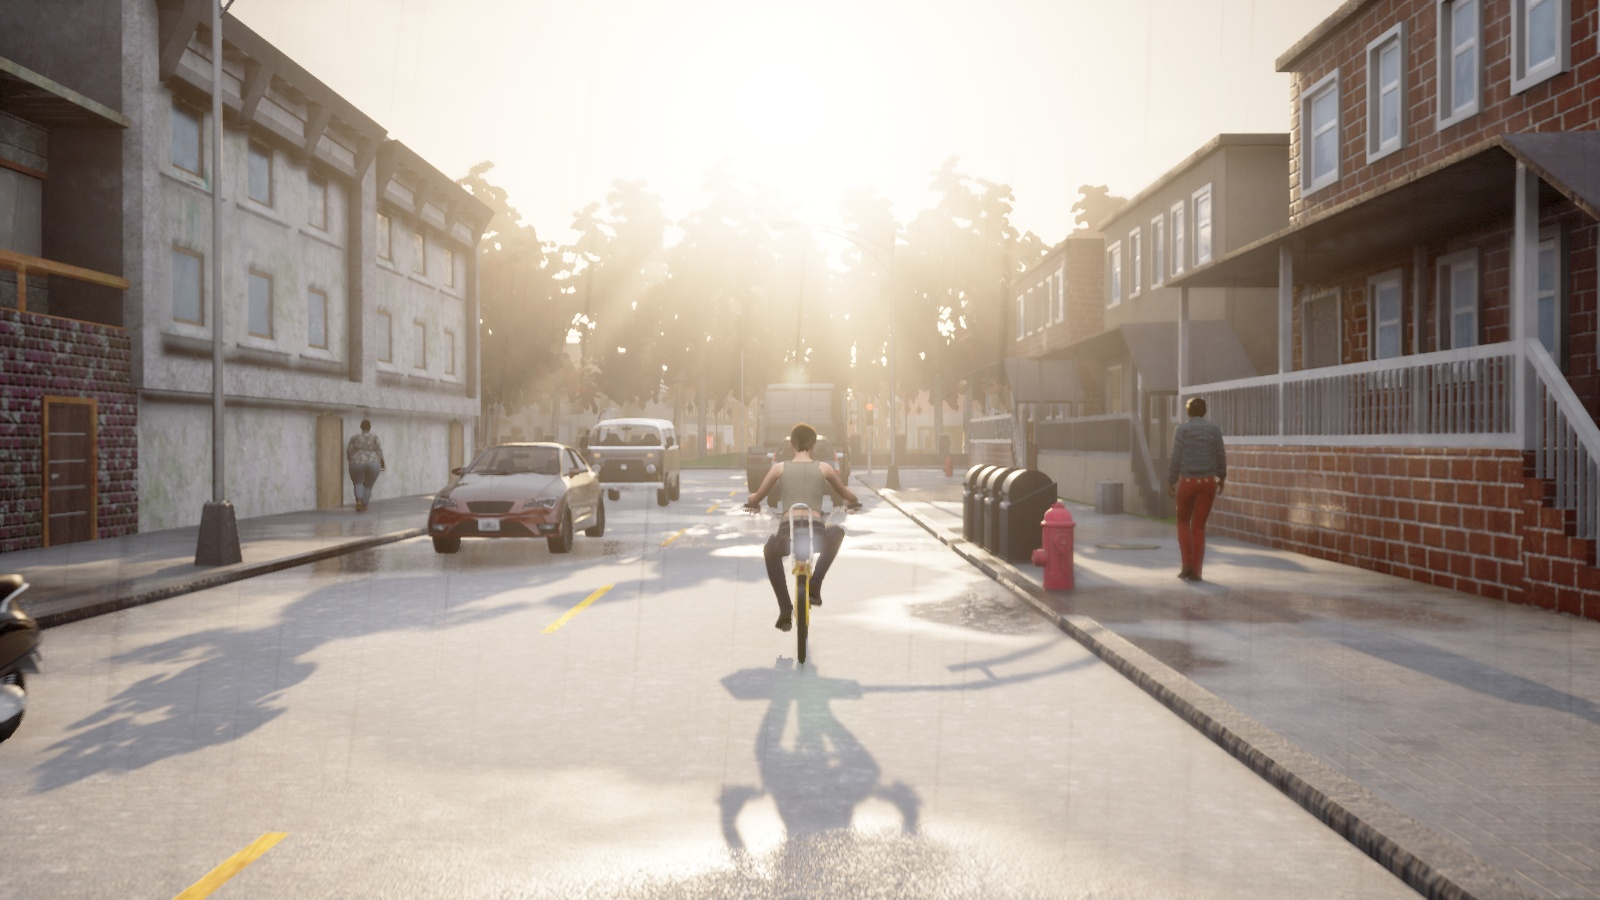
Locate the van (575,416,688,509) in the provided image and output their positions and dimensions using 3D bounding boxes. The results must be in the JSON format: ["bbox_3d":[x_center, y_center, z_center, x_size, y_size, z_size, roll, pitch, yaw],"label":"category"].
[{"bbox_3d":[-3.876,0.260,29.678,2.069,2.038,4.480,0,0,0],"label":"van"}]

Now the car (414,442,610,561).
[{"bbox_3d":[-3.919,0.633,17.809,1.816,1.474,4.193,0,0,0],"label":"car"}]

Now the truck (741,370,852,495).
[{"bbox_3d":[0.055,-0.507,38.940,2.891,3.462,7.936,0,0,4],"label":"truck"}]

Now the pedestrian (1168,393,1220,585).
[{"bbox_3d":[3.878,0.373,12.378,0.353,1.847,0.614,0,0,5],"label":"pedestrian"}]

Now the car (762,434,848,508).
[{"bbox_3d":[0.121,0.440,29.269,1.851,1.617,3.988,0,0,0],"label":"car"}]

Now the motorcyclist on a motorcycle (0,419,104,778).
[{"bbox_3d":[-3.973,0.658,5.479,0.866,1.590,1.817,0,0,0],"label":"motorcyclist on a motorcycle"}]

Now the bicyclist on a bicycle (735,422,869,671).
[{"bbox_3d":[0.022,0.621,8.890,0.866,1.612,1.509,0,0,1],"label":"bicyclist on a bicycle"}]

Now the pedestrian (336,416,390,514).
[{"bbox_3d":[-8.456,0.280,24.328,0.874,1.855,0.900,0,0,-11],"label":"pedestrian"}]
